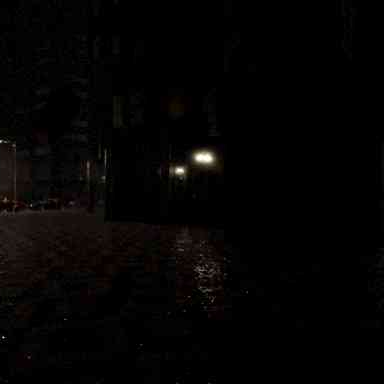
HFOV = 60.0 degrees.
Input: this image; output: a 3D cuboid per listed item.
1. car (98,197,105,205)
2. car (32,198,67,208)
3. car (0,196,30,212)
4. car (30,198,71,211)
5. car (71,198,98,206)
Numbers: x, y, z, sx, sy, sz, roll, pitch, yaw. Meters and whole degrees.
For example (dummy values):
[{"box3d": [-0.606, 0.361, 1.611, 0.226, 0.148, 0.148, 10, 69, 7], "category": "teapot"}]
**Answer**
[{"box3d": [-14.861, 1.456, 59.140, 1.967, 1.590, 4.097, 0, 0, 35], "category": "car"}, {"box3d": [-21.280, 1.565, 49.866, 1.887, 1.381, 4.507, 0, 0, 35], "category": "car"}, {"box3d": [-20.702, 1.343, 35.718, 2.192, 1.841, 5.009, 0, 0, 35], "category": "car"}, {"box3d": [-17.493, 1.591, 40.356, 1.947, 1.339, 4.313, 0, 0, 35], "category": "car"}, {"box3d": [-18.071, 1.600, 54.503, 1.802, 1.307, 4.206, 0, 0, 35], "category": "car"}]
